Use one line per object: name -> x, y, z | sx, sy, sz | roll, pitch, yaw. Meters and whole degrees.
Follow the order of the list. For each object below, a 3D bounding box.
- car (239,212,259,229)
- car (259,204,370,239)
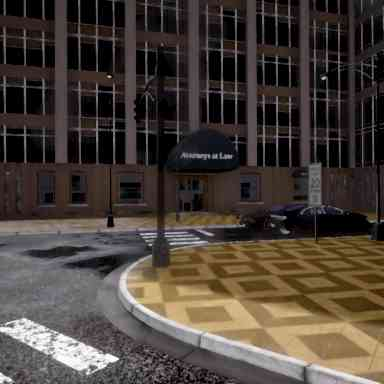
car -> 5.406, 1.378, 18.667 | 5.357, 1.411, 2.033 | 0, 0, -14
car -> 6.074, 1.309, 15.896 | 4.902, 1.511, 2.128 | 0, 0, -14
